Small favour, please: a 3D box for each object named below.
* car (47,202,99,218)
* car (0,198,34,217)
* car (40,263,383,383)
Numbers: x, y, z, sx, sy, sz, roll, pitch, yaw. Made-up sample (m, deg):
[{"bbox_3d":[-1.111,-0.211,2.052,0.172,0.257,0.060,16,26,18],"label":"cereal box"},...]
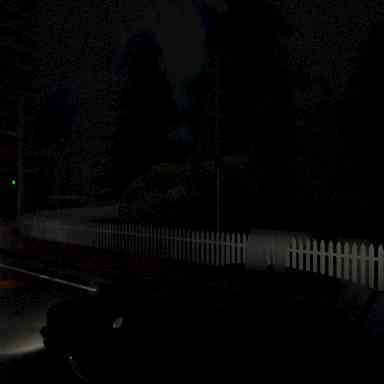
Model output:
[{"bbox_3d":[-10.304,1.545,29.284,1.895,1.301,4.718,0,0,24],"label":"car"},{"bbox_3d":[-15.267,1.296,27.119,2.097,1.767,4.553,0,0,28],"label":"car"},{"bbox_3d":[0.606,1.547,3.562,5.357,1.411,2.033,0,0,36],"label":"car"}]
